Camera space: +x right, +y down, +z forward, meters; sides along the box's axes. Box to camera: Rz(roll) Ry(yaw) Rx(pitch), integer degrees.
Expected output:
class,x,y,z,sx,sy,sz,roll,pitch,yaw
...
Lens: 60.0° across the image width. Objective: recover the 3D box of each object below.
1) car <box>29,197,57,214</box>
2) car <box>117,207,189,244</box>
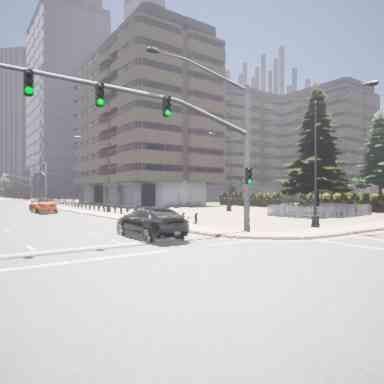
class,x,y,z,sx,sy,sz,roll,pitch,yaw
car,-16.182,1.352,36.060,2.097,1.767,4.553,0,0,-35
car,-2.015,1.503,16.097,1.837,1.490,4.892,0,0,-35
